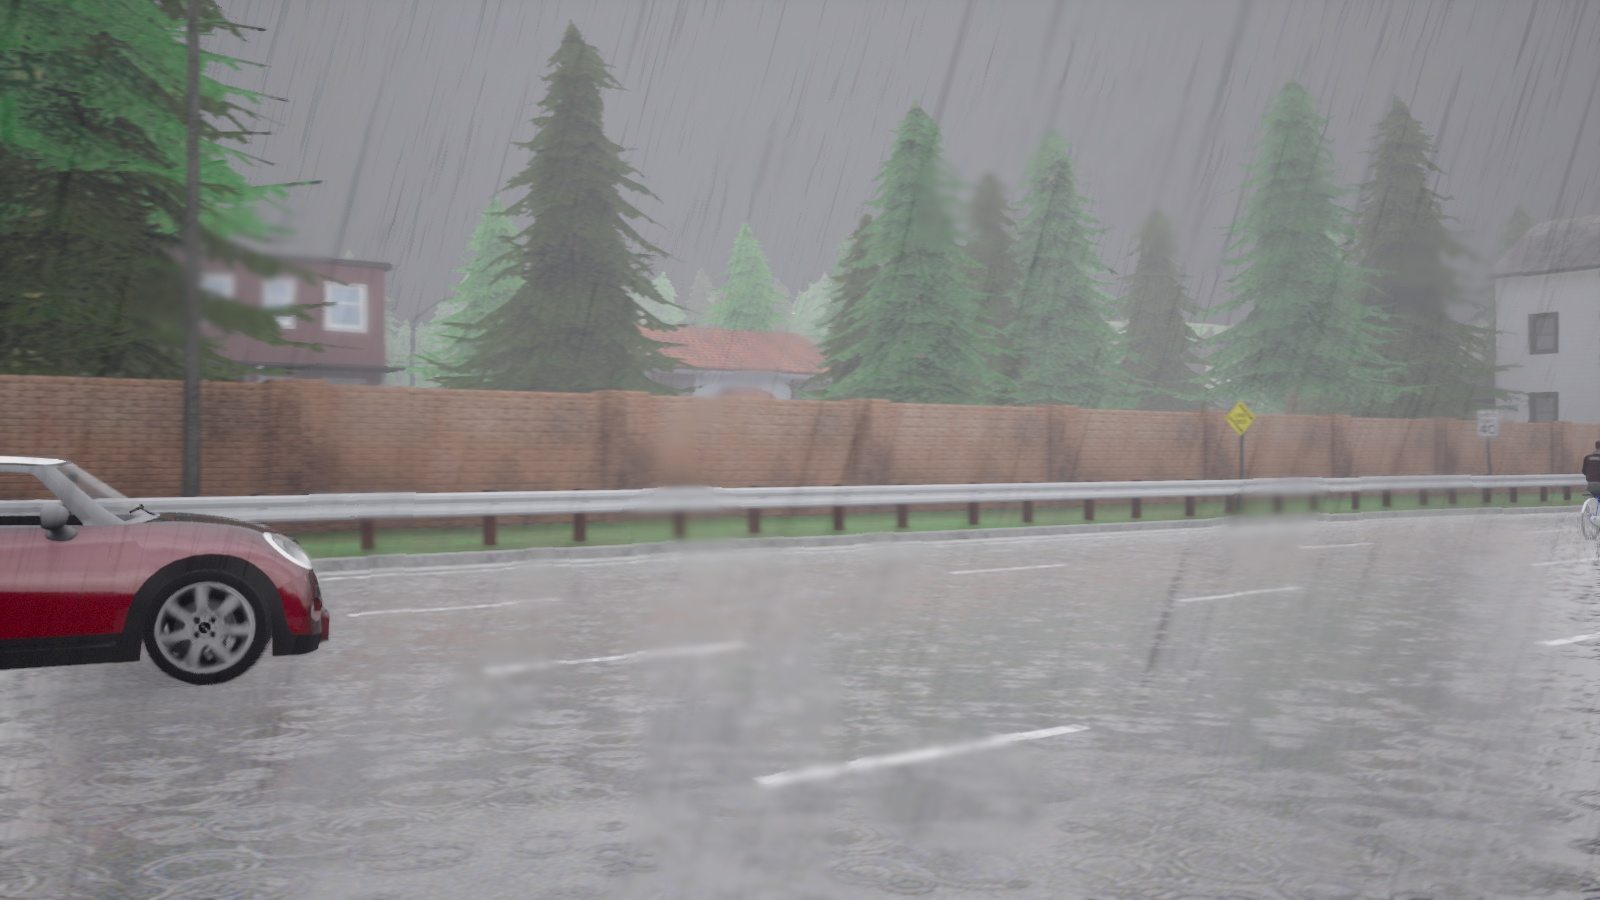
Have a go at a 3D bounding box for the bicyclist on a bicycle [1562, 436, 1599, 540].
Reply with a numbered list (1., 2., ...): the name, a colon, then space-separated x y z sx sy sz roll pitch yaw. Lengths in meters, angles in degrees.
1. bicyclist on a bicycle: 14.165 0.640 22.048 1.843 1.776 0.659 0 0 -35

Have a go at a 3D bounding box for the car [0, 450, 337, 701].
1. car: -5.162 0.741 8.247 3.806 1.475 1.970 0 0 -26
